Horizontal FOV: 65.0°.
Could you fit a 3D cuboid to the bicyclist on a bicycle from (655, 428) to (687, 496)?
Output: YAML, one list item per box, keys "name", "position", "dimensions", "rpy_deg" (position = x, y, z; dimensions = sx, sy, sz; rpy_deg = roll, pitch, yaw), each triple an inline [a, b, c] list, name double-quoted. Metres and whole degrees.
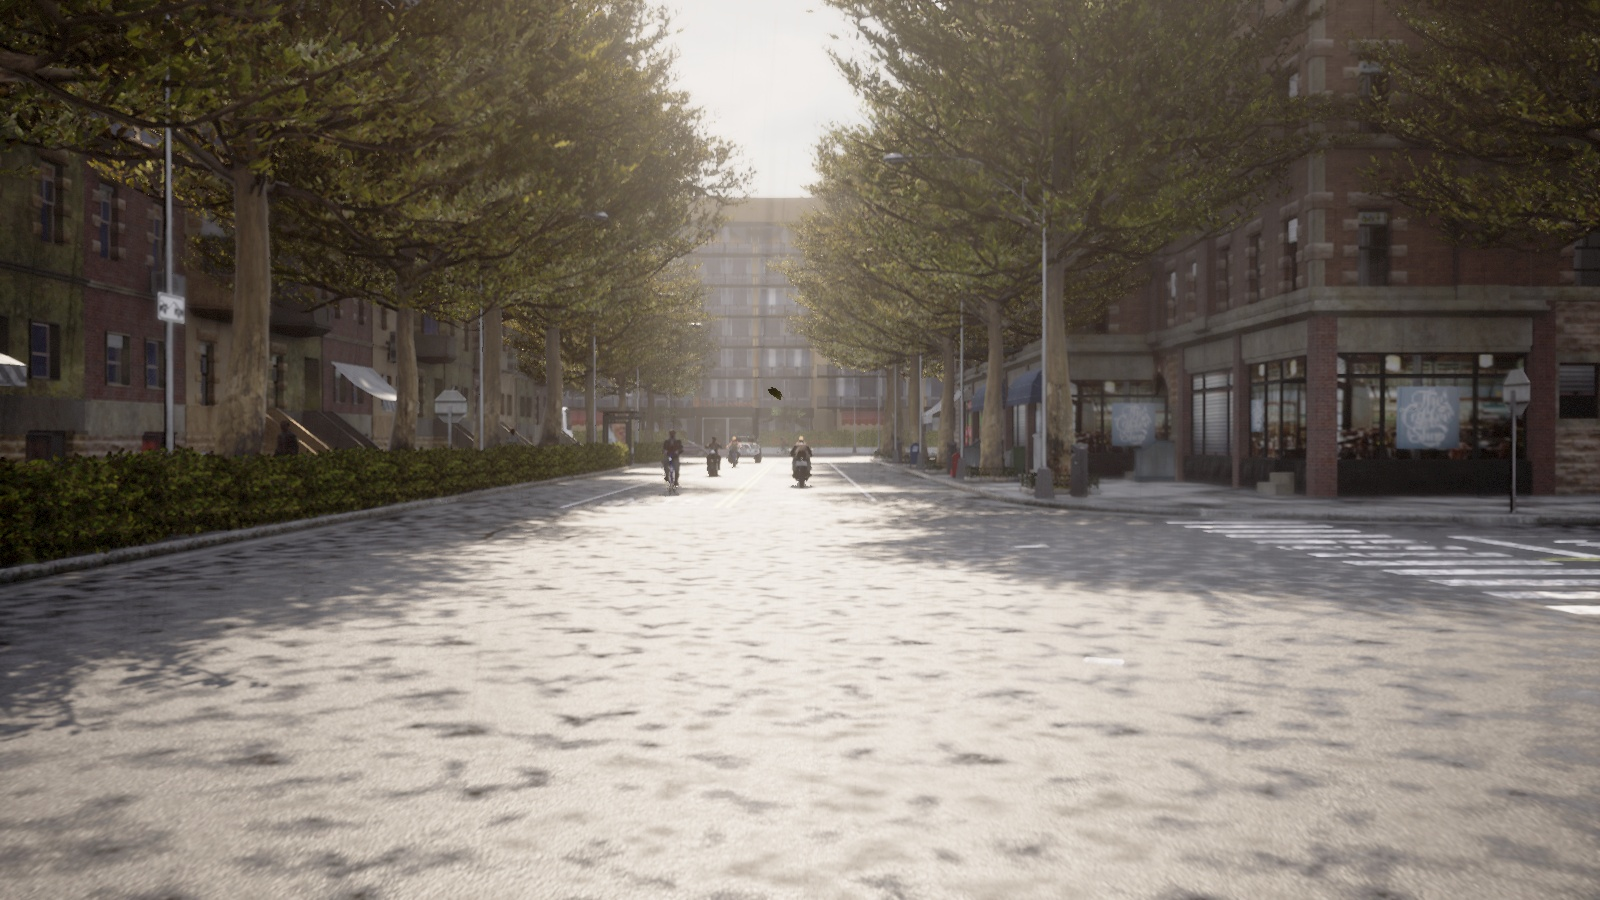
- name: "bicyclist on a bicycle"
  position: [-3.449, 0.302, 33.657]
  dimensions: [0.659, 1.776, 1.843]
  rpy_deg: [0, 0, 0]

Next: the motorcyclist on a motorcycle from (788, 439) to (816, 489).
- name: "motorcyclist on a motorcycle"
  position: [0.053, 0.413, 39.693]
  dimensions: [0.866, 1.530, 2.191]
  rpy_deg: [0, 1, 0]

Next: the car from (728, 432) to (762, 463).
- name: "car"
  position: [-3.418, -0.163, 78.290]
  dimensions: [1.932, 1.855, 4.605]
  rpy_deg: [0, 0, 0]

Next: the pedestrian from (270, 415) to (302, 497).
- name: "pedestrian"
  position: [-11.709, 0.128, 28.607]
  dimensions: [0.376, 1.854, 0.720]
  rpy_deg: [0, 1, 6]

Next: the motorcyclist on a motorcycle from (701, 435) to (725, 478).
- name: "motorcyclist on a motorcycle"
  position: [-3.439, 0.231, 49.853]
  dimensions: [0.766, 1.649, 2.350]
  rpy_deg: [0, 1, 0]
